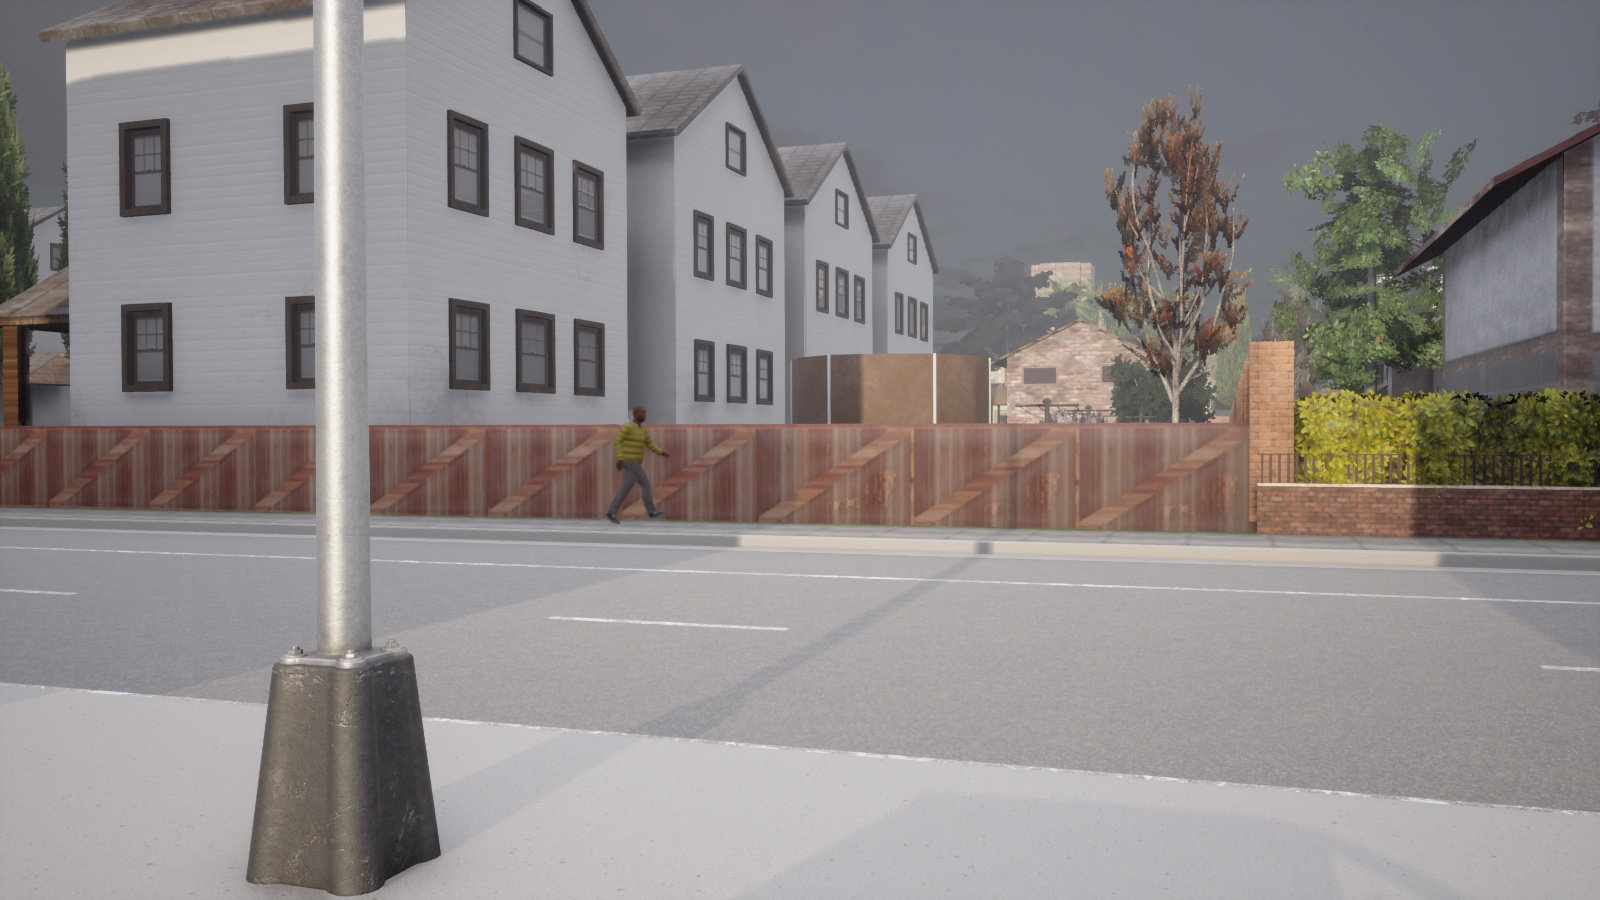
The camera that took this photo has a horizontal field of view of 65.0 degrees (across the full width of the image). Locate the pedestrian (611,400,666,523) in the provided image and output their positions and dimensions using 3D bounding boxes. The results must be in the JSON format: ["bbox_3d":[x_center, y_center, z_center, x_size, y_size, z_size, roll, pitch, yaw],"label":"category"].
[{"bbox_3d":[-2.441,0.169,18.971,0.726,1.835,0.370,1,1,19],"label":"pedestrian"}]
